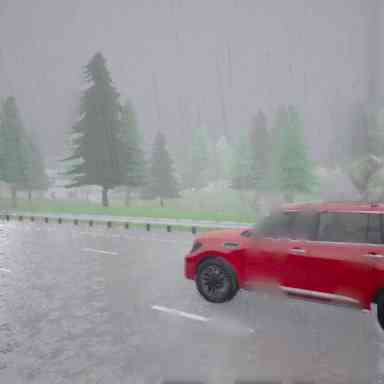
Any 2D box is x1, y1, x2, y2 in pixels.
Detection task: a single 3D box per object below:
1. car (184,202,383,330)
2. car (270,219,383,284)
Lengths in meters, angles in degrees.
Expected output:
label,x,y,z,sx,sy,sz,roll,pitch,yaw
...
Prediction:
label,x,y,z,sx,sy,sz,roll,pitch,yaw
car,2.477,1.207,6.450,5.566,2.045,2.150,0,0,35
car,4.764,1.580,9.117,4.718,1.301,1.895,0,0,35
